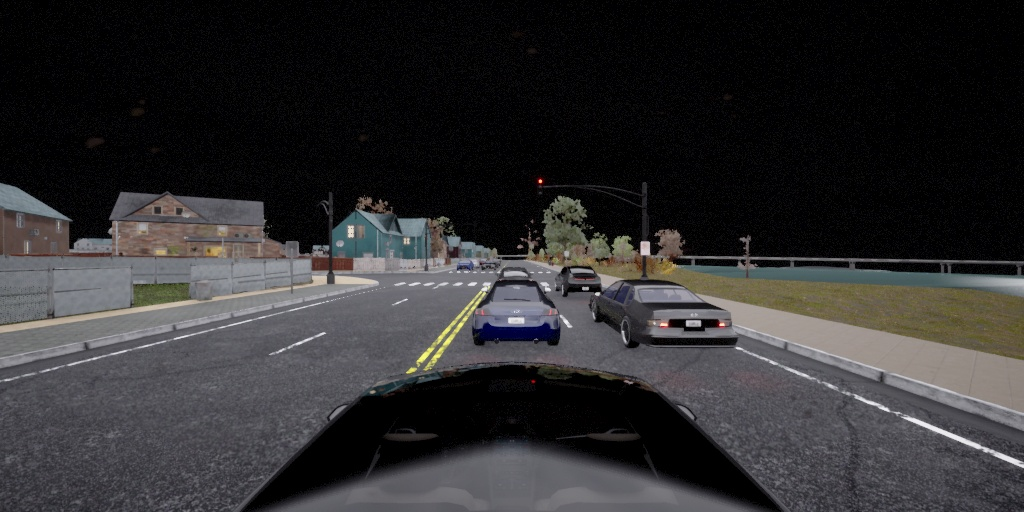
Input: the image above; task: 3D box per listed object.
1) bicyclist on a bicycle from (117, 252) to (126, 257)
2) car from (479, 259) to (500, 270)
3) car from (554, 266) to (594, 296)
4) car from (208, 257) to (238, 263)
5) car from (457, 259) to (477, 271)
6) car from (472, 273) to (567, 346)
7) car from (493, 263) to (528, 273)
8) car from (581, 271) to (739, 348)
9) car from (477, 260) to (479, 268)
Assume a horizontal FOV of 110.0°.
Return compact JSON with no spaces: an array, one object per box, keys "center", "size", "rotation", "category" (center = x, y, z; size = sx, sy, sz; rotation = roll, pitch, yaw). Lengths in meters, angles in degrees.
[{"center":[-29.572,0.544,27.137],"size":[0.582,1.620,1.656],"rotation":[1,0,-35],"category":"bicyclist on a bicycle"},{"center":[-3.247,1.343,51.605],"size":[1.994,1.385,4.181],"rotation":[0,0,1],"category":"car"},{"center":[3.380,1.256,18.906],"size":[1.837,1.490,4.892],"rotation":[0,0,0],"category":"car"},{"center":[-20.985,0.852,26.032],"size":[4.902,1.511,2.128],"rotation":[1,-1,-35],"category":"car"},{"center":[-6.508,1.255,50.347],"size":[1.882,1.535,5.008],"rotation":[0,0,1],"category":"car"},{"center":[0.108,1.314,9.472],"size":[1.994,1.385,4.181],"rotation":[0,0,0],"category":"car"},{"center":[0.113,1.277,18.214],"size":[1.812,1.442,4.674],"rotation":[0,0,-2],"category":"car"},{"center":[3.365,1.297,9.160],"size":[2.033,1.411,5.357],"rotation":[0,0,0],"category":"car"},{"center":[-6.480,1.316,59.533],"size":[1.812,1.442,4.674],"rotation":[0,0,0],"category":"car"}]
